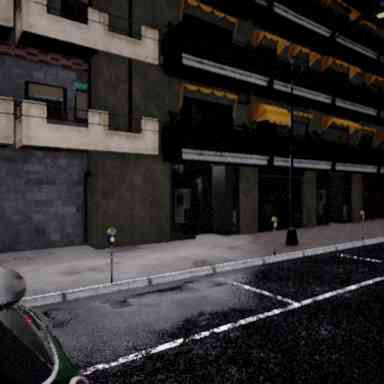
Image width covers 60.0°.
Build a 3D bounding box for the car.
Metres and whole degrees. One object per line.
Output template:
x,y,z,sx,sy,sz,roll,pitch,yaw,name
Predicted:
-2.756,1.356,1.412,4.553,1.767,2.097,0,0,-36,car
